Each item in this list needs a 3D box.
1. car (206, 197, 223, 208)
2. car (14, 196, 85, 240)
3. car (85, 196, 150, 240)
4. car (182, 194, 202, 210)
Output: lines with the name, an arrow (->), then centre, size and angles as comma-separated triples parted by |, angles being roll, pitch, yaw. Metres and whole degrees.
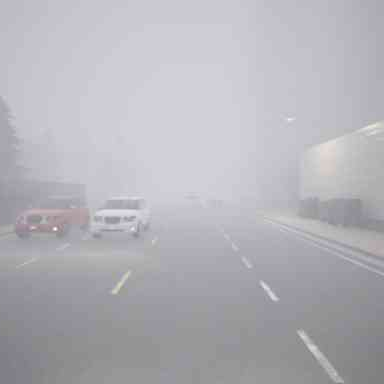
car -> 3.493, 1.554, 48.621 | 1.882, 1.535, 5.008 | 0, 0, 0
car -> -7.045, 1.236, 17.534 | 2.150, 2.045, 5.566 | 0, 0, 0
car -> -3.545, 1.236, 17.554 | 2.150, 2.045, 5.566 | 0, 0, 0
car -> -0.008, 1.296, 43.653 | 2.150, 2.045, 5.566 | 0, 0, 0
